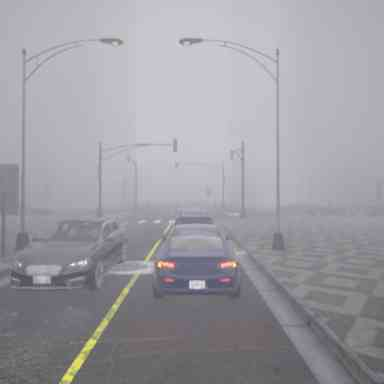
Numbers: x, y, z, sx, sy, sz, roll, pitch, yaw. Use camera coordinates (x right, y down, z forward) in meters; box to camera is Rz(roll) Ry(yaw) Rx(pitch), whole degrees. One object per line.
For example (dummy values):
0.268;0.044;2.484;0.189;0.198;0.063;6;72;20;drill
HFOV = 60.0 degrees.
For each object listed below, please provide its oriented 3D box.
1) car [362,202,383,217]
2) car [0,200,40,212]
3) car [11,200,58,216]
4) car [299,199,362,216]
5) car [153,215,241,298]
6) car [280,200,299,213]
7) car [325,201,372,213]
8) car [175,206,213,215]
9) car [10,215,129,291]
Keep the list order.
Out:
17.998;1.586;29.867;4.313;1.339;1.947;0;-1;0;car
-20.163;1.589;38.259;4.403;1.369;2.008;0;-1;0;car
-14.593;1.445;29.755;4.829;1.417;1.752;0;-1;0;car
12.328;1.551;29.847;4.403;1.369;2.008;0;-1;0;car
0.102;1.530;8.384;1.812;1.442;4.674;0;0;0;car
12.328;1.572;38.373;4.097;1.590;1.967;0;-1;0;car
17.998;1.703;38.390;4.403;1.369;2.008;0;-1;0;car
0.098;1.487;17.722;1.882;1.535;5.008;0;0;0;car
-3.000;1.497;9.101;2.128;1.511;4.902;0;0;0;car
